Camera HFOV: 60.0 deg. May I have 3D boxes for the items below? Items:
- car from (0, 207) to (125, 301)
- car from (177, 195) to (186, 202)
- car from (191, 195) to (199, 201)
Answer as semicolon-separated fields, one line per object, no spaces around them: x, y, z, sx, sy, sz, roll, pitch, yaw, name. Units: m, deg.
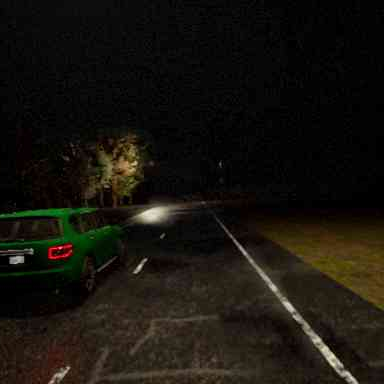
-3.462;1.447;9.312;2.150;2.045;5.566;-4;0;1;car
-2.754;1.719;86.250;1.837;1.490;4.892;-4;0;1;car
0.742;1.500;86.602;1.837;1.490;4.892;-4;0;1;car
